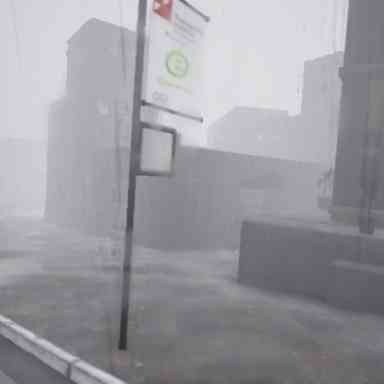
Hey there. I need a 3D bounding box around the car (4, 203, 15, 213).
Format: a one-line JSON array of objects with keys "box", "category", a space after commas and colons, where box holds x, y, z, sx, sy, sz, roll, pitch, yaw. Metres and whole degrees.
[{"box": [-25.804, 2.059, 44.208, 1.895, 1.301, 4.718, 4, -2, 4], "category": "car"}]

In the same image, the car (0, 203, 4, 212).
[{"box": [-21.660, 1.740, 34.092, 2.097, 1.767, 4.553, 4, -2, -9], "category": "car"}]
